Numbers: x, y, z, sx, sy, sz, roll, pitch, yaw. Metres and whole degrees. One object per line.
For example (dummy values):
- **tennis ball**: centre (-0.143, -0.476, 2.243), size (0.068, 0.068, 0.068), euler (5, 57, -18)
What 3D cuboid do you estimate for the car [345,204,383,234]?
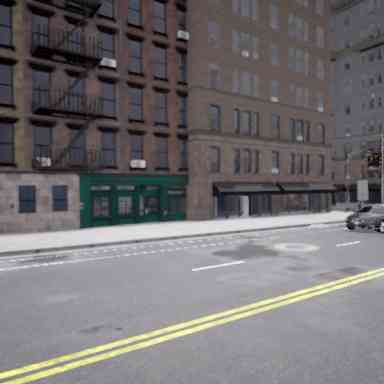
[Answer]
- **car**: centre (10.906, 1.490, 19.433), size (4.892, 1.490, 1.837), euler (0, 0, -35)
